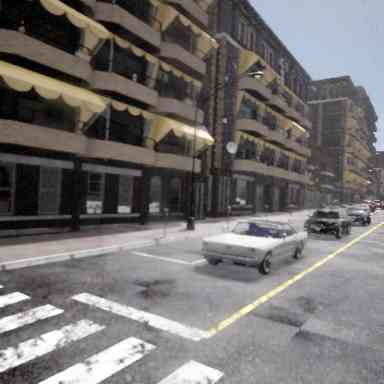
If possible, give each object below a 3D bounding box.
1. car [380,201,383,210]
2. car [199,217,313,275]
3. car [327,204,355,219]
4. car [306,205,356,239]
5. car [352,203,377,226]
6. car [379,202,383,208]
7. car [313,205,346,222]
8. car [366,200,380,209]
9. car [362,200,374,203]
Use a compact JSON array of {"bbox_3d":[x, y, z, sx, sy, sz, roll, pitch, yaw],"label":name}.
[{"bbox_3d":[38.066,2.662,68.064,2.192,1.841,5.009,4,1,34],"label":"car"},{"bbox_3d":[2.202,1.609,10.810,1.895,1.301,4.718,3,0,34],"label":"car"},{"bbox_3d":[16.124,2.066,35.843,2.008,1.369,4.403,4,1,34],"label":"car"},{"bbox_3d":[7.867,1.724,19.123,1.837,1.490,4.892,3,0,34],"label":"car"},{"bbox_3d":[13.666,1.928,27.624,2.128,1.511,4.902,3,0,34],"label":"car"},{"bbox_3d":[47.451,3.271,81.878,1.947,1.339,4.313,4,1,34],"label":"car"},{"bbox_3d":[12.991,1.963,31.239,1.947,1.339,4.313,4,1,34],"label":"car"},{"bbox_3d":[28.669,2.304,54.254,2.192,1.841,5.009,4,1,34],"label":"car"},{"bbox_3d":[25.428,2.392,49.512,1.752,1.417,4.829,4,1,34],"label":"car"}]
